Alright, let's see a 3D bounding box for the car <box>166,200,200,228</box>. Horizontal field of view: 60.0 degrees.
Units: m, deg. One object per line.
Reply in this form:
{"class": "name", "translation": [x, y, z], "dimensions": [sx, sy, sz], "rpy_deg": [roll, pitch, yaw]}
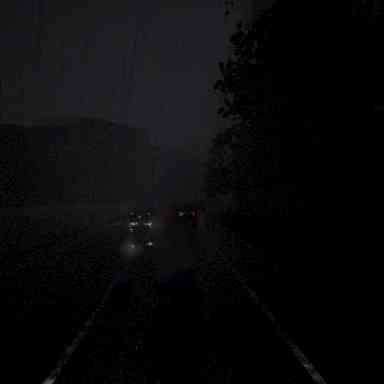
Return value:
{"class": "car", "translation": [-0.710, 1.504, 23.856], "dimensions": [2.097, 1.767, 4.553], "rpy_deg": [0, 0, 0]}

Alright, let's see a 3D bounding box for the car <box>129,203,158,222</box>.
{"class": "car", "translation": [-4.066, 1.697, 28.572], "dimensions": [1.812, 1.442, 4.674], "rpy_deg": [0, 0, 2]}

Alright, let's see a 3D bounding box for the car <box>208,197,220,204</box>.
{"class": "car", "translation": [4.360, 1.663, 69.635], "dimensions": [2.097, 1.767, 4.553], "rpy_deg": [2, 0, 20]}

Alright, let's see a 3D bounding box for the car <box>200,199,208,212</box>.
{"class": "car", "translation": [0.602, 1.697, 42.279], "dimensions": [1.882, 1.535, 5.008], "rpy_deg": [1, 0, 8]}
